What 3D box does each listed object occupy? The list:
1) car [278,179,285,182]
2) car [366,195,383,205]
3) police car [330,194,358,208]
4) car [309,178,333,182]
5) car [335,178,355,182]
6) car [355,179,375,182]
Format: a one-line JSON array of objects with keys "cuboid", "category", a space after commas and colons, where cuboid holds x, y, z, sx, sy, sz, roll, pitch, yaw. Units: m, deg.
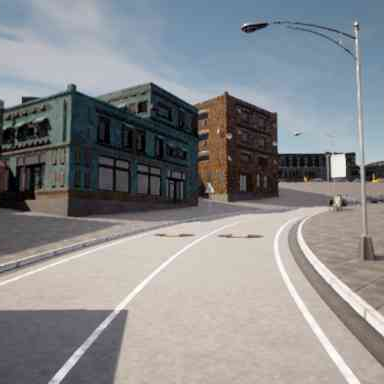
[{"cuboid": [20.790, -2.742, 83.097, 4.553, 1.767, 2.185, 0, -5, -2], "category": "car"}, {"cuboid": [26.541, 1.129, 47.632, 4.892, 1.490, 1.837, -1, -4, -34], "category": "car"}, {"cuboid": [19.138, 1.123, 41.777, 5.238, 1.638, 1.930, -1, -3, -43], "category": "police car"}, {"cuboid": [31.725, -2.671, 83.462, 4.892, 1.521, 2.231, 0, -5, -2], "category": "car"}, {"cuboid": [37.242, -2.686, 83.659, 4.892, 1.521, 2.231, 0, -5, -2], "category": "car"}, {"cuboid": [42.782, -2.635, 83.957, 4.674, 1.452, 2.002, 0, -5, -3], "category": "car"}]
